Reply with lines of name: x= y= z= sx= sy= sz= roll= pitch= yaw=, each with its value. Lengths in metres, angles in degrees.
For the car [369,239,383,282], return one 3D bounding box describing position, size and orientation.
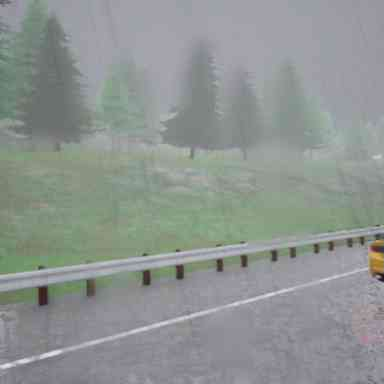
car: x=6.476 y=1.480 z=8.482 sx=5.008 sy=1.535 sz=1.882 roll=0 pitch=0 yaw=-36
